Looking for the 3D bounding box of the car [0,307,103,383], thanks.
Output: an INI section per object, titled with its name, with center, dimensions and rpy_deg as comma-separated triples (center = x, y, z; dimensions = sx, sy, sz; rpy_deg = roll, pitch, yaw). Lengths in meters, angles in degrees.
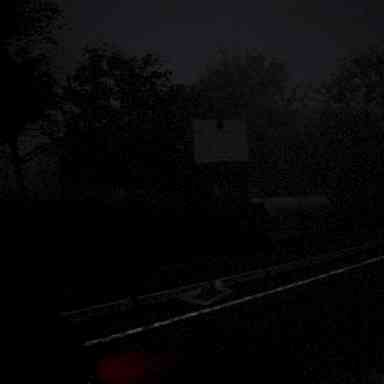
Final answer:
[car]
center = -3.220, 1.564, 1.761
dimensions = 5.357, 1.411, 2.033
rpy_deg = 0, 0, -35
